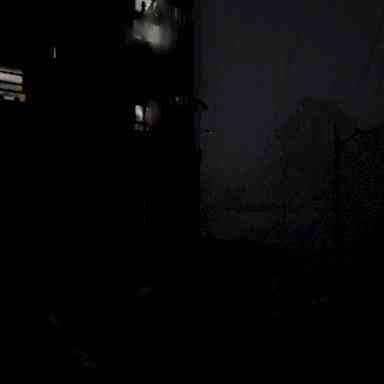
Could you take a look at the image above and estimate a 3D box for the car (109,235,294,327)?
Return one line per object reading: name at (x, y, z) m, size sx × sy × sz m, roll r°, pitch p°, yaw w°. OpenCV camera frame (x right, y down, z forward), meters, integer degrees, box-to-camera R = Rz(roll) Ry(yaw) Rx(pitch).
car at (0.401, 1.610, 6.981) m, size 4.206 × 1.307 × 1.802 m, roll 0°, pitch -1°, yaw -35°
